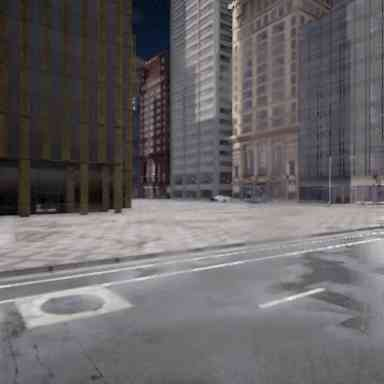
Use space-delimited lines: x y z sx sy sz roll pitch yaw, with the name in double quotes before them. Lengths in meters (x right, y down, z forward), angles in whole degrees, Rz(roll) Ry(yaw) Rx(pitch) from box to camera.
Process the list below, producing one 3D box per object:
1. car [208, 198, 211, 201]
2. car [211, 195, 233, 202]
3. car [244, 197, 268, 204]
"car" 5.827 1.634 78.629 1.895 1.301 4.718 0 0 -35
"car" 6.770 1.321 72.112 1.812 1.442 4.674 0 0 -35
"car" 13.074 1.649 68.403 2.033 1.411 5.357 0 0 -35
